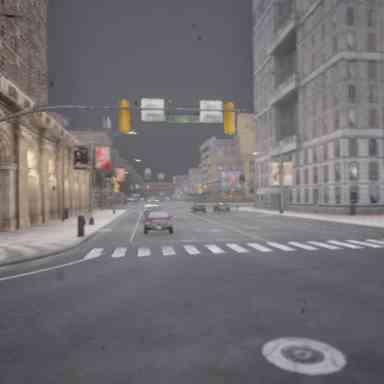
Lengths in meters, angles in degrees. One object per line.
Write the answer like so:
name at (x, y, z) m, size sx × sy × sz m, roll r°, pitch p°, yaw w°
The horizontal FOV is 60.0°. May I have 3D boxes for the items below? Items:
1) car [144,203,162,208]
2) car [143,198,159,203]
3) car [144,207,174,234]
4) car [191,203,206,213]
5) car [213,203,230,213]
car at (-3.640, 2.166, 33.207) m, size 2.128 × 1.511 × 4.902 m, roll -1°, pitch -1°, yaw -8°
car at (-5.632, 2.198, 47.964) m, size 2.150 × 2.045 × 5.566 m, roll -1°, pitch -1°, yaw -8°
car at (-2.289, 1.990, 22.874) m, size 1.812 × 1.442 × 4.674 m, roll -1°, pitch -1°, yaw -6°
car at (0.987, 2.474, 51.976) m, size 1.837 × 1.490 × 4.892 m, roll -1°, pitch -1°, yaw -8°
car at (4.543, 2.414, 51.796) m, size 2.128 × 1.511 × 4.902 m, roll -1°, pitch -1°, yaw -8°
